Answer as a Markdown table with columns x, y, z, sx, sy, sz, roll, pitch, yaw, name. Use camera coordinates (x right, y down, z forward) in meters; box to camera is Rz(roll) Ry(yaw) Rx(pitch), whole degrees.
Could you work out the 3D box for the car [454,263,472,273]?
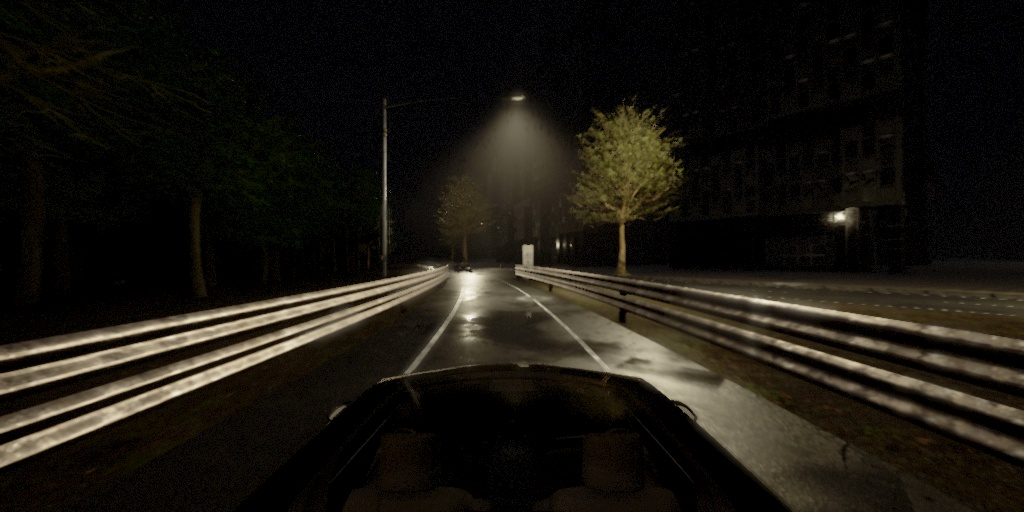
| x | y | z | sx | sy | sz | roll | pitch | yaw | name |
| --- | --- | --- | --- | --- | --- | --- | --- | --- | --- |
| -6.622 | 1.603 | 47.951 | 1.895 | 1.301 | 4.718 | 0 | 0 | -16 | car |
